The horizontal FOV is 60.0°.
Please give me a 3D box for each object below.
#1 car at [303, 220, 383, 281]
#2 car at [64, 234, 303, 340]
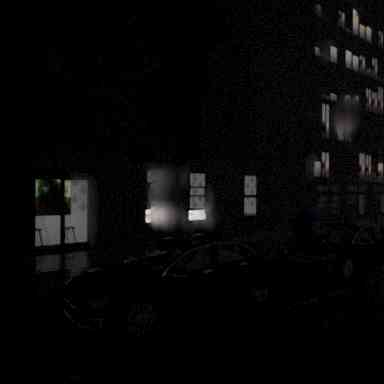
[{"bbox_3d":[4.494,1.538,9.711,4.403,1.369,2.008,0,0,-35],"label":"car"},{"bbox_3d":[-0.140,1.546,6.436,4.403,1.369,2.008,0,0,-35],"label":"car"}]
